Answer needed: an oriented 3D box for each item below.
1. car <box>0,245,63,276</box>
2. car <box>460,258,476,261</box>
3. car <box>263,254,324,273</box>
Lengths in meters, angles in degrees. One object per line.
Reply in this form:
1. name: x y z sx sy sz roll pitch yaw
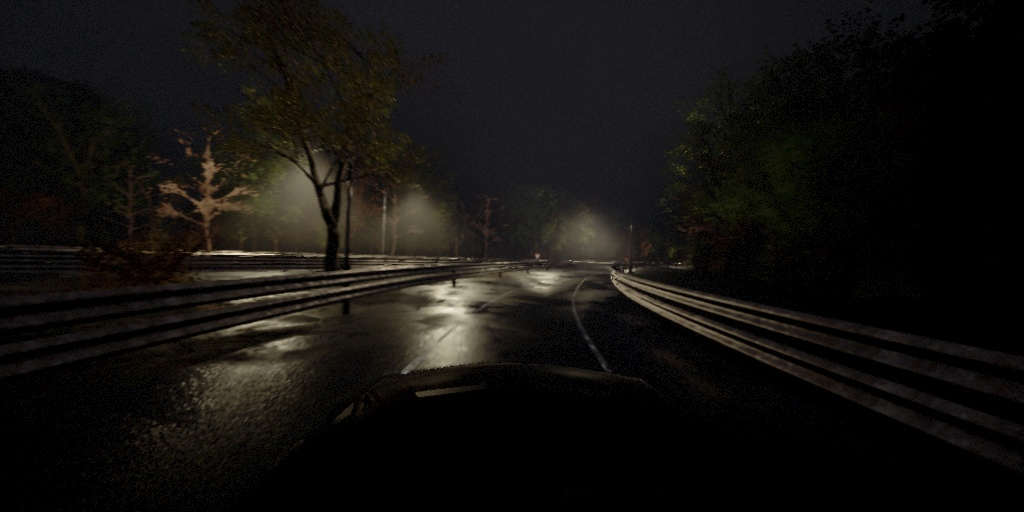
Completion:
1. car: -27.469 0.272 18.757 1.812 1.442 4.674 3 0 37
2. car: -7.064 1.021 57.572 2.033 1.411 5.357 3 0 37
3. car: -18.429 0.589 30.791 1.837 1.490 4.892 3 0 37
